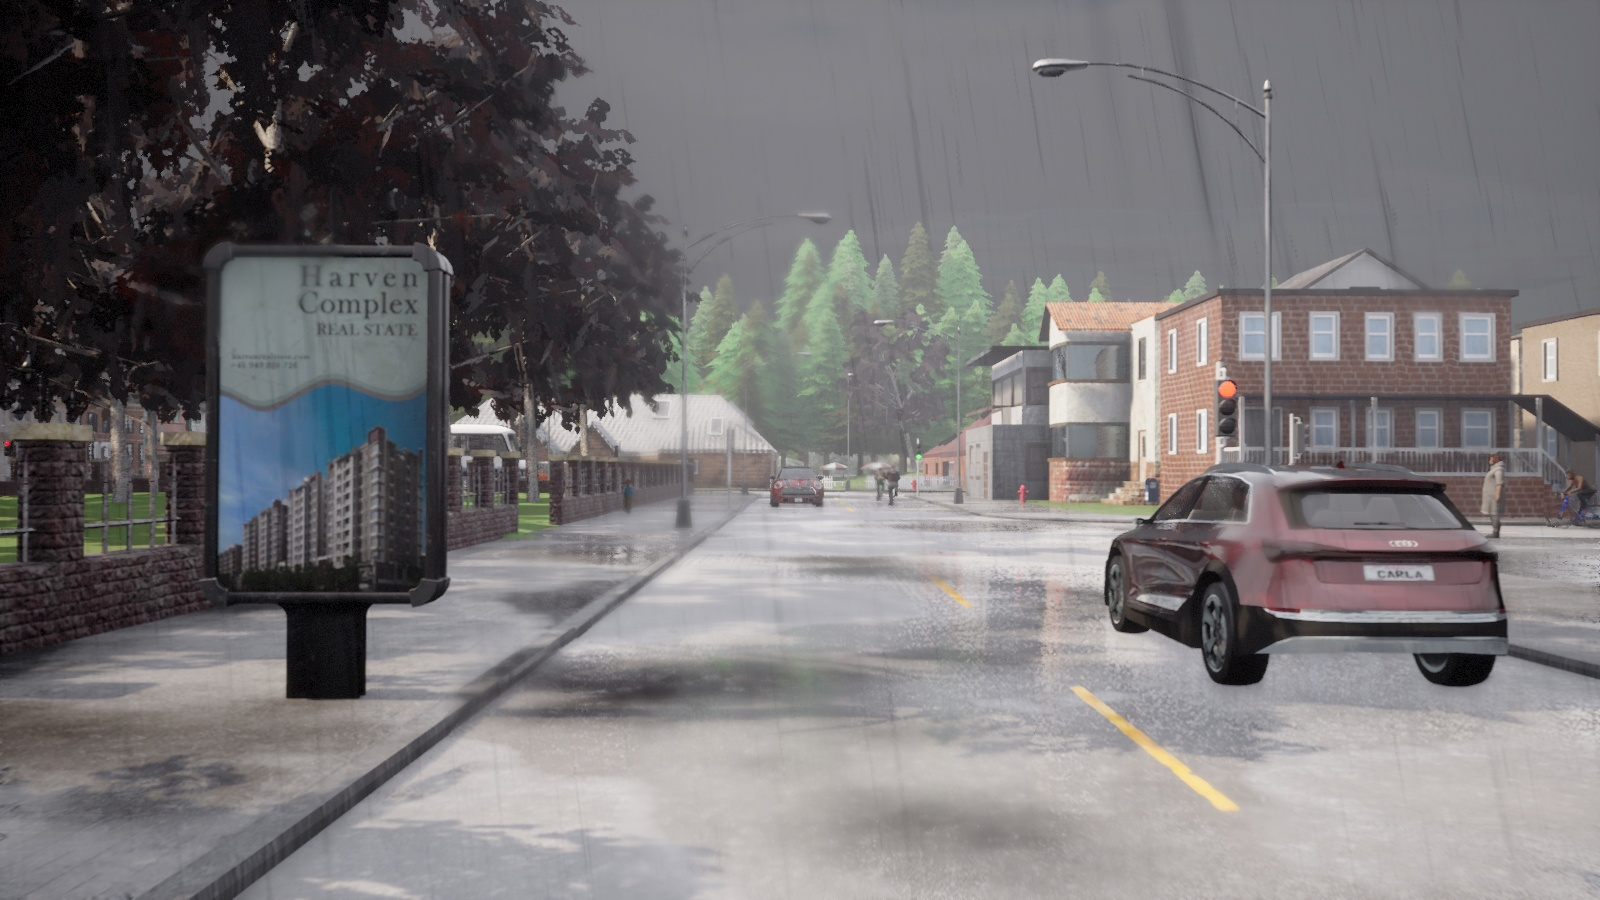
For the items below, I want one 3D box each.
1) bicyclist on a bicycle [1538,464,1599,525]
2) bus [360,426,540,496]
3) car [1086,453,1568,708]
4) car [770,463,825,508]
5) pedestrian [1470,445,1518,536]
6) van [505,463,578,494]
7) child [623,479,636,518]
[{"bbox_3d":[21.092,1.193,34.139,1.656,1.620,0.582,-1,-1,1],"label":"bicyclist on a bicycle"},{"bbox_3d":[-21.943,0.713,79.312,10.273,4.253,3.944,0,-1,-1],"label":"bus"},{"bbox_3d":[3.985,0.885,10.614,2.033,1.649,4.856,0,-1,0],"label":"car"},{"bbox_3d":[-0.148,1.455,52.249,2.097,1.767,4.553,0,-1,-3],"label":"car"},{"bbox_3d":[15.132,0.872,27.385,0.873,1.952,0.659,-1,-1,31],"label":"pedestrian"},{"bbox_3d":[-17.124,1.885,83.286,4.442,1.987,1.775,0,-1,3],"label":"van"},{"bbox_3d":[-5.335,1.511,39.216,0.343,1.192,0.448,0,-1,0],"label":"child"}]
